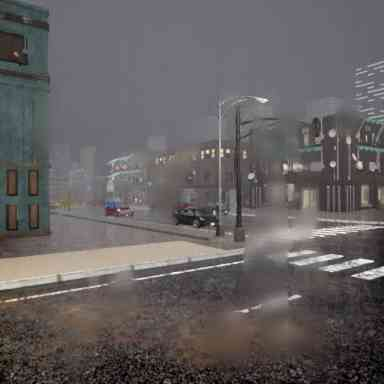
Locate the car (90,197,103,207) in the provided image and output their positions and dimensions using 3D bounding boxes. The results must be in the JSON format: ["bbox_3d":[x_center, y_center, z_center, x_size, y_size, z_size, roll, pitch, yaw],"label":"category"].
[{"bbox_3d":[-16.965,1.939,62.954,2.192,1.841,5.009,-1,0,-35],"label":"car"}]

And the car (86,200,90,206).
[{"bbox_3d":[-20.158,2.227,67.472,1.887,1.381,4.507,-1,0,-35],"label":"car"}]

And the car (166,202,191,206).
[{"bbox_3d":[-0.963,1.903,40.370,1.802,1.307,4.206,-2,0,-35],"label":"car"}]

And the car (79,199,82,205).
[{"bbox_3d":[-26.556,2.363,76.506,1.947,1.339,4.313,-1,0,-35],"label":"car"}]

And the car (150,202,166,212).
[{"bbox_3d":[-4.161,1.965,44.887,1.802,1.307,4.206,-1,0,-35],"label":"car"}]

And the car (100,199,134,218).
[{"bbox_3d":[-7.804,1.846,35.524,1.967,1.590,4.097,-1,0,-35],"label":"car"}]

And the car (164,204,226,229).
[{"bbox_3d":[0.120,1.814,24.130,1.947,1.339,4.313,-1,0,-35],"label":"car"}]

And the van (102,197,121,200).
[{"bbox_3d":[-13.765,1.906,58.438,1.690,1.788,3.998,-1,0,-35],"label":"van"}]

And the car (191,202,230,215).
[{"bbox_3d":[2.235,1.809,35.853,2.008,1.369,4.403,-2,0,-35],"label":"car"}]

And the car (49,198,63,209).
[{"bbox_3d":[-23.699,2.232,57.971,1.752,1.417,4.829,-1,0,-35],"label":"car"}]
